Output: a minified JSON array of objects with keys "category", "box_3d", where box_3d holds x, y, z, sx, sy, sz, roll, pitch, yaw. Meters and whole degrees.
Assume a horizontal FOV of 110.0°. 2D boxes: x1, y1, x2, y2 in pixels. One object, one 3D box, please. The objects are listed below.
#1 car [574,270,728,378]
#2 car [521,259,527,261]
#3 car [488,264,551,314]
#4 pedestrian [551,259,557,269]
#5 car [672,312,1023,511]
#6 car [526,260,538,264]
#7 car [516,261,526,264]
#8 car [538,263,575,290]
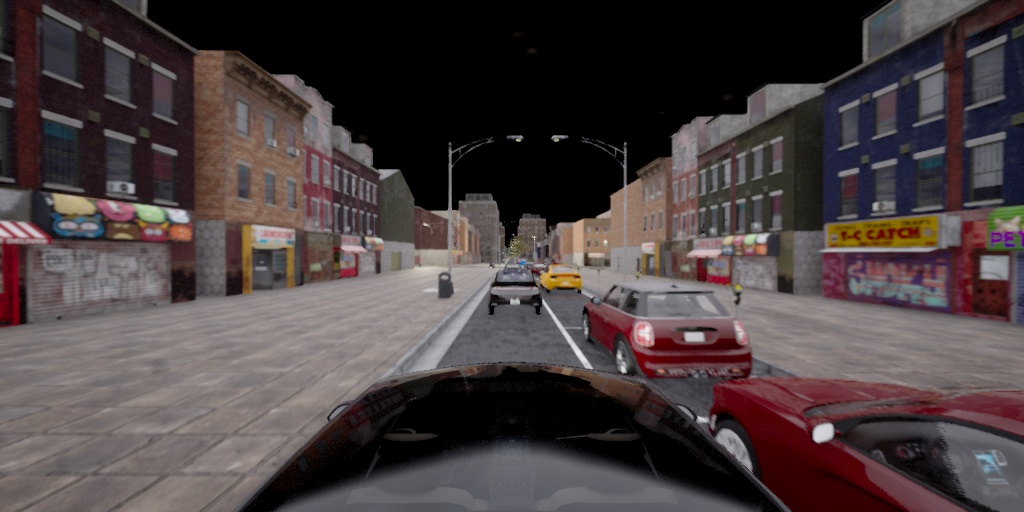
[{"category":"car","box_3d":[2.636,1.191,7.101,1.967,1.591,4.097,0,0,0]},{"category":"car","box_3d":[2.632,1.447,52.103,2.007,1.370,4.403,0,0,0]},{"category":"car","box_3d":[0.100,1.249,13.779,2.128,1.511,4.902,0,0,0]},{"category":"pedestrian","box_3d":[2.748,1.071,23.754,0.375,1.860,0.375,-1,1,0]},{"category":"car","box_3d":[2.637,1.295,1.475,1.888,1.381,4.507,0,0,0]},{"category":"car","box_3d":[2.634,1.357,35.228,1.888,1.381,4.507,0,0,0]},{"category":"car","box_3d":[0.098,1.411,34.941,1.895,1.301,4.718,0,0,0]},{"category":"car","box_3d":[2.748,1.248,20.759,1.882,1.535,5.008,0,0,0]}]
